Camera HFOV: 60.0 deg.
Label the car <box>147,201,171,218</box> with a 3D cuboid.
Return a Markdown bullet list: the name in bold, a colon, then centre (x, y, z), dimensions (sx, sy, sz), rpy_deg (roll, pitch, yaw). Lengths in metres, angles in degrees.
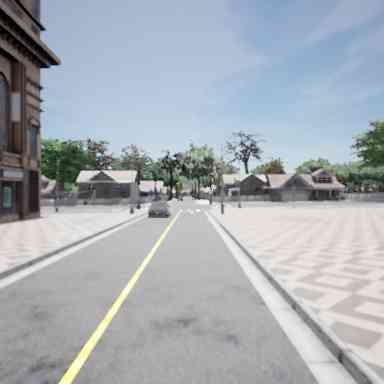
- **car**: centre (-3.076, 1.644, 31.935), dimensions (1.837, 1.490, 4.892), rpy_deg (0, -1, 0)
